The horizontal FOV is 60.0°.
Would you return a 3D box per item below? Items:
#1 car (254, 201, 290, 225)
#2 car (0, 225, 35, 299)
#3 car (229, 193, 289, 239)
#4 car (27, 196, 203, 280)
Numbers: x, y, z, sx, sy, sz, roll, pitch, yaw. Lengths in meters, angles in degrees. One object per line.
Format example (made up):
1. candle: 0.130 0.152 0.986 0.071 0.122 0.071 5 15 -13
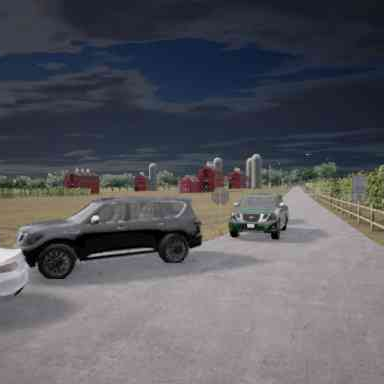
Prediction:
1. car: 5.600 1.350 22.819 1.994 1.385 4.181 0 0 19
2. car: -5.618 1.616 6.120 4.674 1.442 1.812 -2 1 -20
3. car: 3.502 1.068 16.798 2.150 2.045 5.566 0 0 21
4. car: -2.338 1.175 10.178 5.566 2.045 2.150 -1 1 -28
